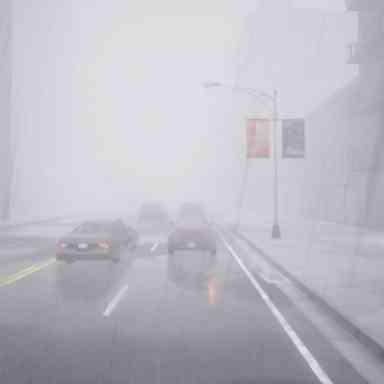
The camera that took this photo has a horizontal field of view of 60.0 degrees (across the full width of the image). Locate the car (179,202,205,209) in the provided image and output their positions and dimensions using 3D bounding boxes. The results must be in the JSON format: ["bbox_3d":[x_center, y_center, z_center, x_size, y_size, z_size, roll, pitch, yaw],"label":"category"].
[{"bbox_3d":[0.004,1.645,28.347,2.097,1.767,4.553,0,-1,0],"label":"car"}]

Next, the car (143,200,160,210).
[{"bbox_3d":[-6.614,2.039,54.714,2.128,1.511,4.902,0,0,0],"label":"car"}]

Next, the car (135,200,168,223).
[{"bbox_3d":[-3.245,1.645,28.346,2.097,1.767,4.553,0,-1,0],"label":"car"}]

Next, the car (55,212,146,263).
[{"bbox_3d":[-3.246,1.681,12.449,2.033,1.411,5.357,0,-1,0],"label":"car"}]

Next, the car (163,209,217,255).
[{"bbox_3d":[0.017,1.673,13.811,1.812,1.442,4.674,0,0,0],"label":"car"}]

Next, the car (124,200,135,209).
[{"bbox_3d":[-9.857,2.039,54.702,2.128,1.511,4.902,0,0,1],"label":"car"}]
